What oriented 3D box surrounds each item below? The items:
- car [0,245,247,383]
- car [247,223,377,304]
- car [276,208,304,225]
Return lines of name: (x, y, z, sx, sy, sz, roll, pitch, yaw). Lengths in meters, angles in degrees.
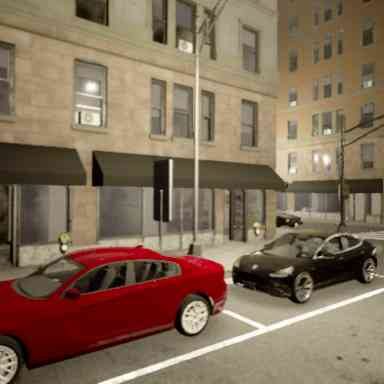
car: (-1.479, 1.566, 5.137, 4.507, 1.381, 1.887, 1, -1, -36)
car: (2.979, 1.652, 8.375, 4.313, 1.339, 1.947, 1, -1, -36)
car: (5.687, 1.844, 24.895, 2.033, 1.411, 5.357, 1, -1, -32)
